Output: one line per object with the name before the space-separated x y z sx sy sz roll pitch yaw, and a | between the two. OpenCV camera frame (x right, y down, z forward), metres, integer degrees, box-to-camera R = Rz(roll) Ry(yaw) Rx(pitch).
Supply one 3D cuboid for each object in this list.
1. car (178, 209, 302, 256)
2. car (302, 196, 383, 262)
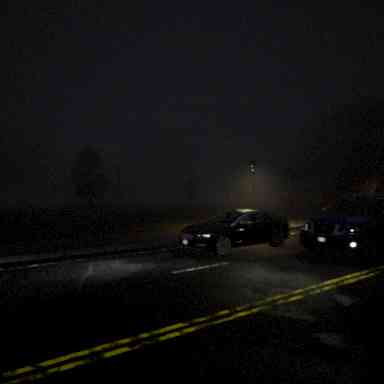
car | 1.751 1.456 12.976 4.902 1.511 2.128 0 0 -36
car | 6.401 1.172 12.329 5.566 2.045 2.150 0 0 -36
